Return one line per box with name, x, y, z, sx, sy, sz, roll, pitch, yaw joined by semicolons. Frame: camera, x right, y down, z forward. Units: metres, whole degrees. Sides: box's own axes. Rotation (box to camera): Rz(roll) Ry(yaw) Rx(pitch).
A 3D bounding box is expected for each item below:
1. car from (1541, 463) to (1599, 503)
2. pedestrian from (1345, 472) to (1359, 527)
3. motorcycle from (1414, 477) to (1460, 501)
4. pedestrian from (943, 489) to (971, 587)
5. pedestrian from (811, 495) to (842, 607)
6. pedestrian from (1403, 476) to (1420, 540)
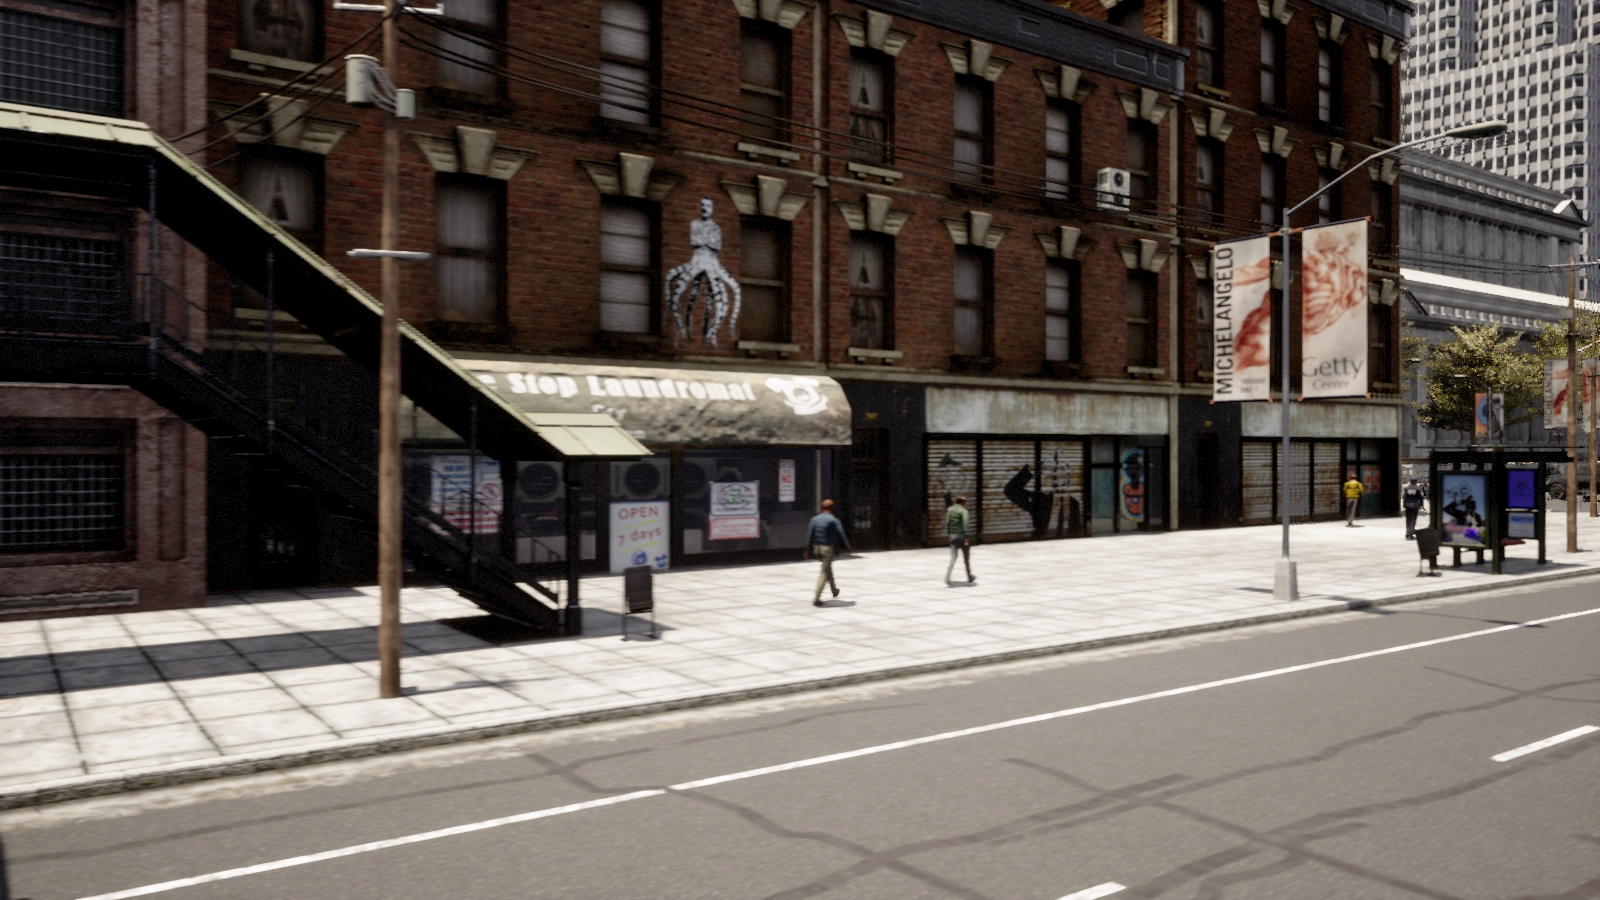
car;43.353;1.779;61.860;2.150;2.045;5.566;0;0;-11
pedestrian;18.860;1.696;39.048;0.375;1.860;0.375;0;0;35
motorcycle;35.628;2.170;63.915;0.764;1.277;2.356;0;0;-18
pedestrian;3.042;1.696;22.157;0.375;1.860;0.375;0;0;-45
pedestrian;0.454;1.696;19.387;0.375;1.860;0.375;0;0;36
pedestrian;17.950;1.696;33.542;0.375;1.860;0.375;0;0;37
